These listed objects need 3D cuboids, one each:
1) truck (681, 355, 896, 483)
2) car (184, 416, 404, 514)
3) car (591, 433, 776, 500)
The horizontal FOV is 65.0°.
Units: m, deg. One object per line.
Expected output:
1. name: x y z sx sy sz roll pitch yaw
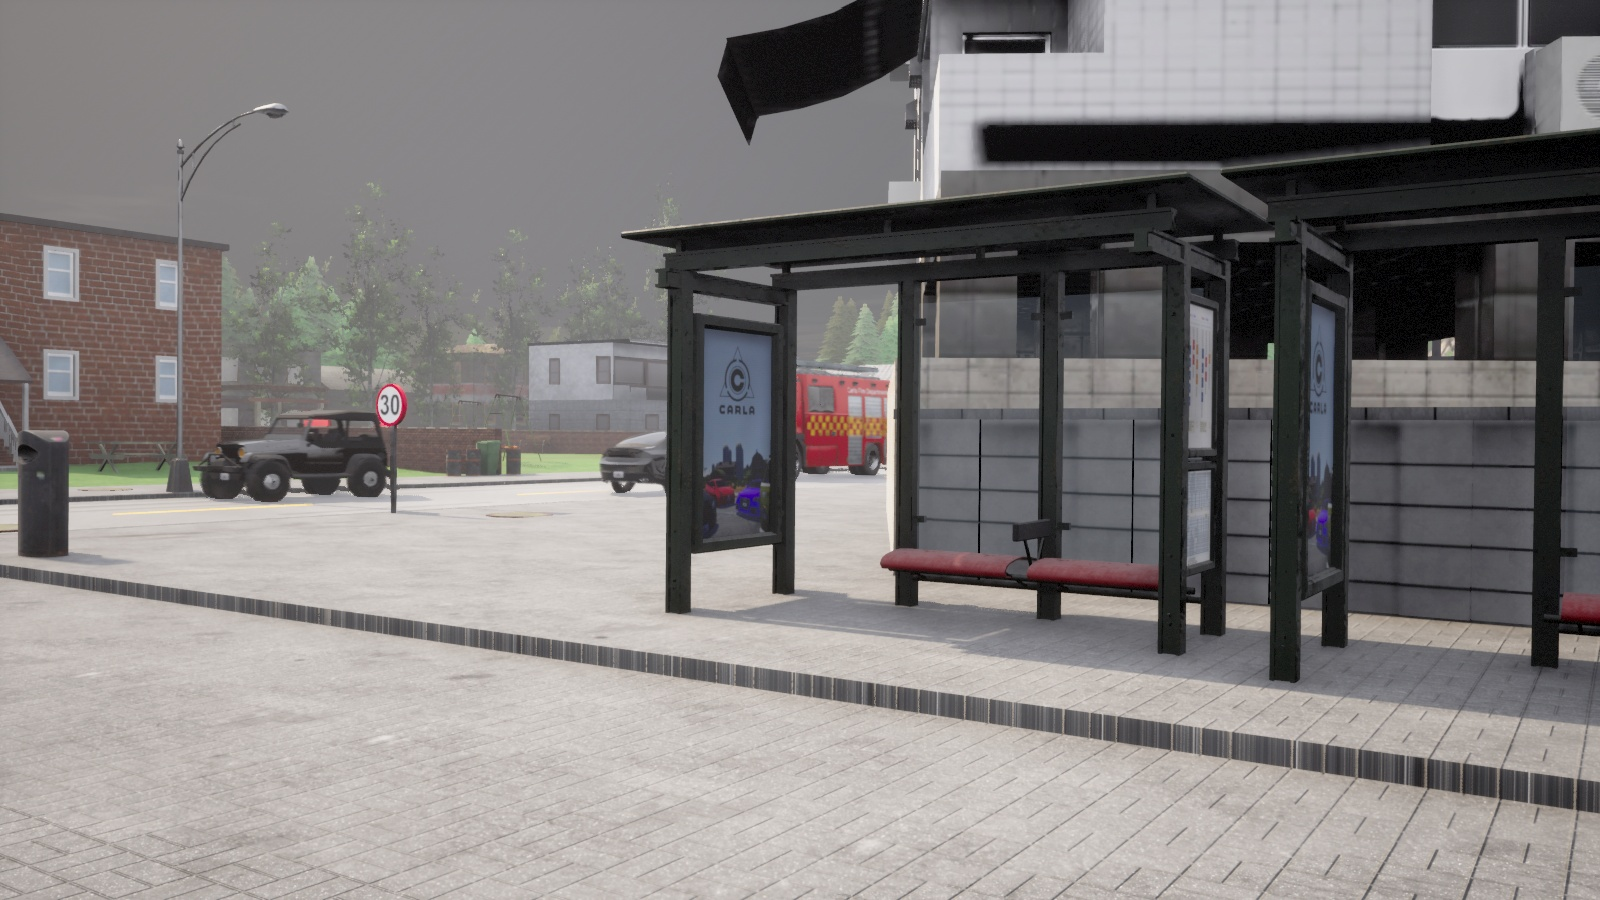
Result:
1. truck: -0.150 -1.003 41.862 2.891 3.827 8.468 0 1 34
2. car: -10.489 0.265 26.272 1.905 1.878 3.866 0 1 34
3. car: -2.740 0.342 30.723 1.837 1.490 4.892 0 1 34
